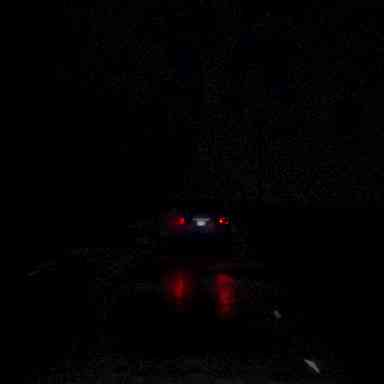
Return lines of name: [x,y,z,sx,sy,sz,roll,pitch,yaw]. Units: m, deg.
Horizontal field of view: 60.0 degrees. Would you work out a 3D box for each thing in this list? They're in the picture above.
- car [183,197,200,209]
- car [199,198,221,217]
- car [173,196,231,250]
car: [-0.001,1.398,45.406,1.837,1.490,4.892,0,0,6]
car: [1.782,1.407,31.953,1.882,1.535,5.008,0,0,6]
car: [0.481,1.195,14.363,2.150,2.045,5.566,0,0,3]
